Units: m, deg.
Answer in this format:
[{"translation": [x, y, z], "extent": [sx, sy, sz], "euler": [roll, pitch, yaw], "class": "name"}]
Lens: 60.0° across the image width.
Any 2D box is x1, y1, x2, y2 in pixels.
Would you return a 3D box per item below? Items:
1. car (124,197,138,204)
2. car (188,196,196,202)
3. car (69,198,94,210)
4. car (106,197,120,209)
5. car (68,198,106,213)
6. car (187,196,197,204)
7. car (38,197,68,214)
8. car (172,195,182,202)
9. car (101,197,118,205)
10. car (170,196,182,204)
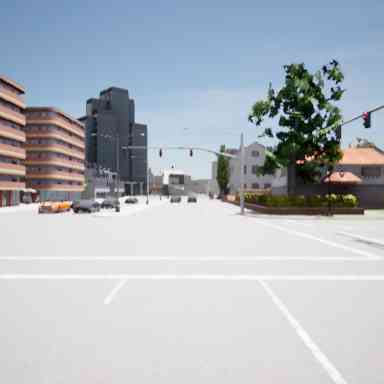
[{"translation": [-11.502, 1.614, 63.480], "extent": [2.033, 1.411, 5.357], "euler": [0, 0, 1], "class": "car"}, {"translation": [0.038, 1.602, 78.751], "extent": [1.994, 1.385, 4.181], "euler": [0, 0, 0], "class": "car"}, {"translation": [-15.069, 1.611, 45.534], "extent": [1.994, 1.385, 4.181], "euler": [0, 0, 0], "class": "car"}, {"translation": [-11.567, 1.597, 47.282], "extent": [2.033, 1.411, 5.357], "euler": [0, 0, 0], "class": "car"}, {"translation": [-11.576, 1.586, 37.185], "extent": [2.033, 1.411, 5.357], "euler": [0, 0, 0], "class": "car"}, {"translation": [0.033, 1.549, 68.334], "extent": [1.882, 1.535, 5.008], "euler": [0, 0, 0], "class": "car"}, {"translation": [-15.075, 1.390, 36.644], "extent": [2.097, 1.767, 4.553], "euler": [0, 0, 0], "class": "car"}, {"translation": [-3.462, 1.575, 78.753], "extent": [2.128, 1.511, 4.902], "euler": [0, 0, 0], "class": "car"}, {"translation": [-15.021, 1.589, 60.747], "extent": [1.812, 1.442, 4.674], "euler": [0, 0, 0], "class": "car"}, {"translation": [-3.467, 1.563, 68.336], "extent": [2.128, 1.511, 4.902], "euler": [0, 0, 0], "class": "car"}]
